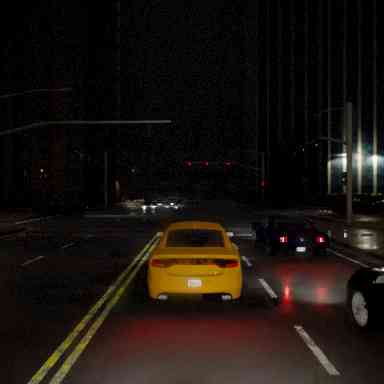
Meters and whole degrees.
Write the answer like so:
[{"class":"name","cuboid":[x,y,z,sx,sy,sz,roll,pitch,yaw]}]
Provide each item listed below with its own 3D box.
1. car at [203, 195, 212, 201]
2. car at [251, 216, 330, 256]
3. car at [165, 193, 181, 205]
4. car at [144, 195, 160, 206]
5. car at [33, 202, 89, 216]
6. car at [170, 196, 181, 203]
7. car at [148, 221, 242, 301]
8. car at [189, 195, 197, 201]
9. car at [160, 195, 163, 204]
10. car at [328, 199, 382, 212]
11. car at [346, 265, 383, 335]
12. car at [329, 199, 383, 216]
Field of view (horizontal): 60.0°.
[{"class":"car","cuboid":[3.684,1.429,79.570,1.837,1.490,4.892,0,0,0]},{"class":"car","cuboid":[3.612,1.601,13.184,1.895,1.301,4.718,0,0,0]},{"class":"car","cuboid":[-3.435,1.221,59.017,2.150,2.045,5.566,0,0,0]},{"class":"car","cuboid":[-6.957,1.505,56.071,1.837,1.490,4.892,0,0,0]},{"class":"car","cuboid":[-12.242,1.601,31.446,4.718,1.301,1.895,0,0,0]},{"class":"car","cuboid":[-3.350,1.564,68.376,1.994,1.385,4.181,0,0,1]},{"class":"car","cuboid":[0.074,1.478,8.423,1.882,1.535,5.008,0,0,1]},{"class":"car","cuboid":[0.186,1.367,80.118,1.994,1.385,4.181,0,0,0]},{"class":"car","cuboid":[-6.887,1.352,65.258,2.097,1.767,4.553,0,0,1]},{"class":"car","cuboid":[19.011,1.547,38.890,5.357,1.411,2.033,0,0,0]},{"class":"car","cuboid":[3.609,1.505,3.912,1.837,1.490,4.892,0,0,0]},{"class":"car","cuboid":[16.021,1.477,31.667,5.008,1.535,1.882,0,0,0]}]
